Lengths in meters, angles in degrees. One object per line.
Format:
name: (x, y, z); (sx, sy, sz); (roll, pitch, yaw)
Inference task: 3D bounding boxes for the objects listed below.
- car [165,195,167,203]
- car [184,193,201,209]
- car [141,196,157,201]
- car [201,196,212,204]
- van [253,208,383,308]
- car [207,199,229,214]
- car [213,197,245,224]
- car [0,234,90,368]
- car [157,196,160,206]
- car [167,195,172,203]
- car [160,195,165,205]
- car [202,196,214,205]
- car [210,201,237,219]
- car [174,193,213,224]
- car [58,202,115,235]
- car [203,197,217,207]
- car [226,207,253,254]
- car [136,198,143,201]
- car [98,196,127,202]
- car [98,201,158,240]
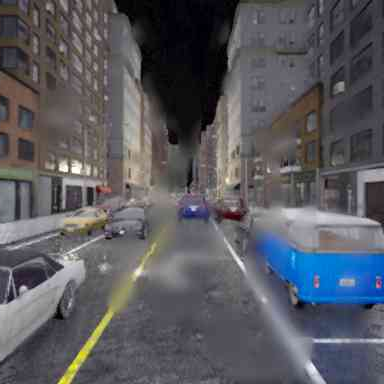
car: (-5.823, 1.342, 57.016); (1.967, 1.590, 4.097); (0, 0, 0)
car: (0.120, 1.134, 45.248); (2.150, 2.045, 5.566); (0, 0, 0)
car: (-5.831, 1.360, 40.537); (1.967, 1.590, 4.097); (1, 0, 0)
car: (2.704, 1.449, 62.512); (2.008, 1.369, 4.403); (0, 0, 0)
van: (2.687, 1.324, 7.597); (1.690, 1.788, 3.998); (1, 0, 0)
car: (2.695, 1.480, 35.055); (2.008, 1.369, 4.403); (0, 0, 0)
car: (2.693, 1.263, 24.071); (2.192, 1.841, 5.009); (1, 0, 0)
car: (-3.090, 1.590, 4.553); (1.895, 1.301, 4.718); (0, 0, 0)
car: (-5.829, 1.438, 45.861); (1.752, 1.417, 4.829); (0, 0, 0)
car: (-5.819, 1.333, 68.003); (1.967, 1.590, 4.097); (0, 0, 0)
car: (-5.827, 1.457, 51.524); (2.008, 1.369, 4.403); (0, 0, 0)
car: (2.702, 1.447, 57.020); (1.887, 1.381, 4.507); (0, 0, 0)
car: (2.693, 1.504, 29.563); (1.947, 1.339, 4.313); (1, 0, 0)
car: (0.114, 1.173, 24.080); (2.150, 2.045, 5.566); (0, 1, 0)
car: (-5.841, 1.483, 18.397); (1.752, 1.417, 4.829); (1, 0, 0)
car: (2.700, 1.453, 51.529); (1.887, 1.381, 4.507); (0, 0, 0)
car: (2.687, 1.521, 13.089); (2.008, 1.369, 4.403); (1, 0, 0)
car: (-5.837, 1.519, 29.552); (1.802, 1.307, 4.206); (1, 0, 0)
car: (-5.837, 1.262, 24.059); (2.192, 1.841, 5.009); (1, 0, 0)
car: (-3.042, 1.462, 16.908); (1.837, 1.490, 4.892); (0, 1, 0)
